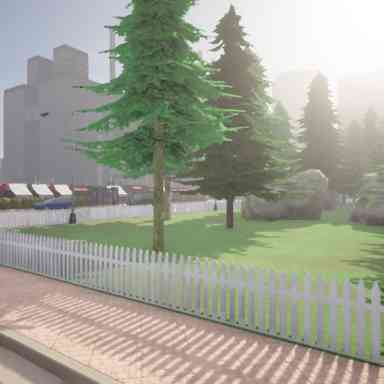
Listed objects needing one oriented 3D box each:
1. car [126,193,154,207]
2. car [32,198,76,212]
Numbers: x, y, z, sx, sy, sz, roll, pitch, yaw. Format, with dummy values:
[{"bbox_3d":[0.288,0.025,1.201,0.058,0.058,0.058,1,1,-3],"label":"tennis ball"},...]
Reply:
[{"bbox_3d":[-7.609,1.202,50.812,2.150,2.045,5.566,0,1,34],"label":"car"},{"bbox_3d":[-15.933,1.469,38.514,1.882,1.535,5.008,0,0,34],"label":"car"}]
